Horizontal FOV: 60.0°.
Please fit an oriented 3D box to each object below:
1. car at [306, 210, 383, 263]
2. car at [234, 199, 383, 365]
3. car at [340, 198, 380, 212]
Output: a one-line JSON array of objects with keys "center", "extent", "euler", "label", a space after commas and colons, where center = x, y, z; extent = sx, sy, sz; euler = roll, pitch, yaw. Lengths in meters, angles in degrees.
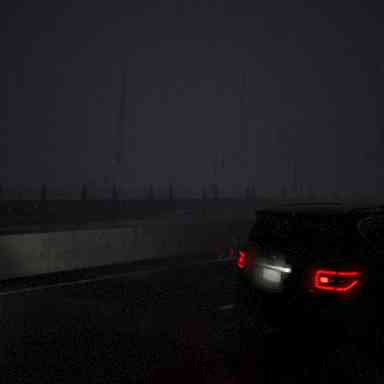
[{"center": [6.962, 1.552, 12.967], "extent": [5.357, 1.411, 2.033], "euler": [0, 0, -35], "label": "car"}, {"center": [3.265, 1.222, 6.051], "extent": [5.566, 2.045, 2.150], "euler": [0, 0, -35], "label": "car"}, {"center": [20.057, 1.547, 39.601], "extent": [4.902, 1.511, 2.128], "euler": [0, 0, -35], "label": "car"}]
